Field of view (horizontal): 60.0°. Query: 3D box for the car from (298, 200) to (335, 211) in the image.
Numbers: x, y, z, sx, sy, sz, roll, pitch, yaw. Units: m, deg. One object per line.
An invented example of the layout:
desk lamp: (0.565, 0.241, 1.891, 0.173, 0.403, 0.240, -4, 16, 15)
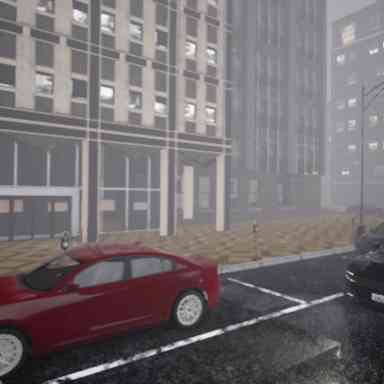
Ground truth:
car: (17.884, 1.862, 47.931, 1.752, 1.417, 4.829, 1, -1, -36)

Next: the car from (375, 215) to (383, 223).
car: (7.693, 1.680, 12.044, 4.313, 1.339, 1.947, 1, 0, -36)

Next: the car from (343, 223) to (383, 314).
car: (5.214, 1.549, 7.094, 5.008, 1.535, 1.882, 1, 0, -35)

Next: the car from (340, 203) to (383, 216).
car: (17.774, 1.825, 33.704, 1.802, 1.307, 4.206, 1, -1, -36)

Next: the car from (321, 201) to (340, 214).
car: (14.574, 1.758, 38.169, 1.752, 1.417, 4.829, 1, -1, -36)

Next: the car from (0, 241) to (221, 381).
car: (-1.568, 1.560, 5.437, 4.507, 1.381, 1.887, 1, 0, -36)
